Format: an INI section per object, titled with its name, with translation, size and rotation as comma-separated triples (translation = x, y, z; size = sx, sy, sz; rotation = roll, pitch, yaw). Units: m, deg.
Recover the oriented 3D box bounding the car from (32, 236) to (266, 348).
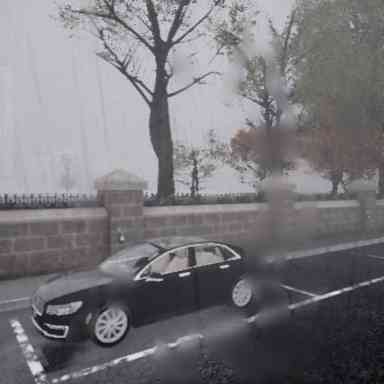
[car]
translation = -0.537, 1.546, 6.179
size = 4.403, 1.369, 2.008
rotation = 0, 0, -36
